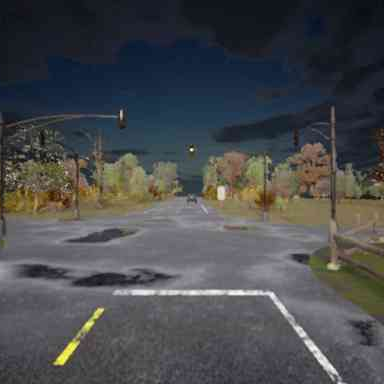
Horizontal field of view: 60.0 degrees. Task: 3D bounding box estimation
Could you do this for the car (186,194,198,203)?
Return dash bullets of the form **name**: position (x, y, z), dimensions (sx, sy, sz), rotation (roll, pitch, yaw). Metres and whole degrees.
- **car**: position (-0.008, 1.379, 71.624), dimensions (2.150, 2.045, 5.566), rotation (0, 0, 0)
